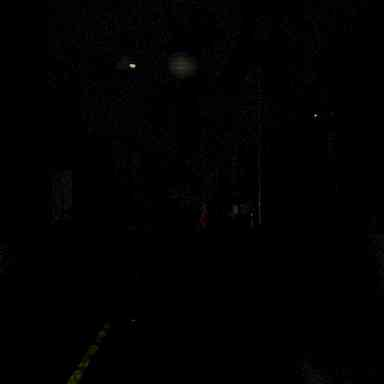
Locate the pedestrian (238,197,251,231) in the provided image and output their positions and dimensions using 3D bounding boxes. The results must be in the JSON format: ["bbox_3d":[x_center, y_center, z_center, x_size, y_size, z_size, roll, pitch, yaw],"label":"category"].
[{"bbox_3d":[2.817,1.137,17.769,0.375,1.860,0.375,1,-1,0],"label":"pedestrian"}]

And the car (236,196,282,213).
[{"bbox_3d":[7.301,1.331,36.682,4.553,1.767,2.097,-1,-1,-1],"label":"car"}]

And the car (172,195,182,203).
[{"bbox_3d":[-3.103,1.401,69.493,1.882,1.535,5.008,0,0,-1],"label":"car"}]

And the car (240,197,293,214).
[{"bbox_3d":[7.623,1.410,33.433,4.892,1.490,1.837,-1,-1,-1],"label":"car"}]

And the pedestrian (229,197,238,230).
[{"bbox_3d":[2.398,1.136,18.405,0.375,1.860,0.375,1,-1,0],"label":"pedestrian"}]

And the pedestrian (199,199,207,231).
[{"bbox_3d":[0.652,1.288,18.944,0.375,1.860,0.375,1,-1,0],"label":"pedestrian"}]

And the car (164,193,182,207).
[{"bbox_3d":[-3.012,1.172,51.312,2.150,2.045,5.566,0,0,0],"label":"car"}]
